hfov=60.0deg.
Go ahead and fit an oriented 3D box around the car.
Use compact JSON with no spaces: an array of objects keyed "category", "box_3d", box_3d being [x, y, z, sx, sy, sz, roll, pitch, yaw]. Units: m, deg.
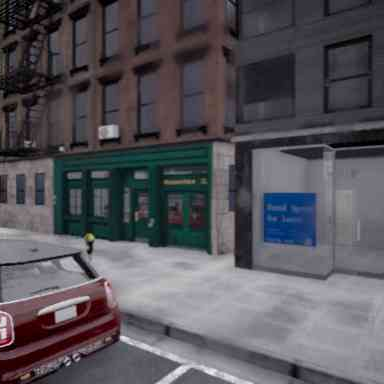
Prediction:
[{"category":"car","box_3d":[-3.037,1.434,4.978,4.097,1.590,1.967,0,0,36]}]
